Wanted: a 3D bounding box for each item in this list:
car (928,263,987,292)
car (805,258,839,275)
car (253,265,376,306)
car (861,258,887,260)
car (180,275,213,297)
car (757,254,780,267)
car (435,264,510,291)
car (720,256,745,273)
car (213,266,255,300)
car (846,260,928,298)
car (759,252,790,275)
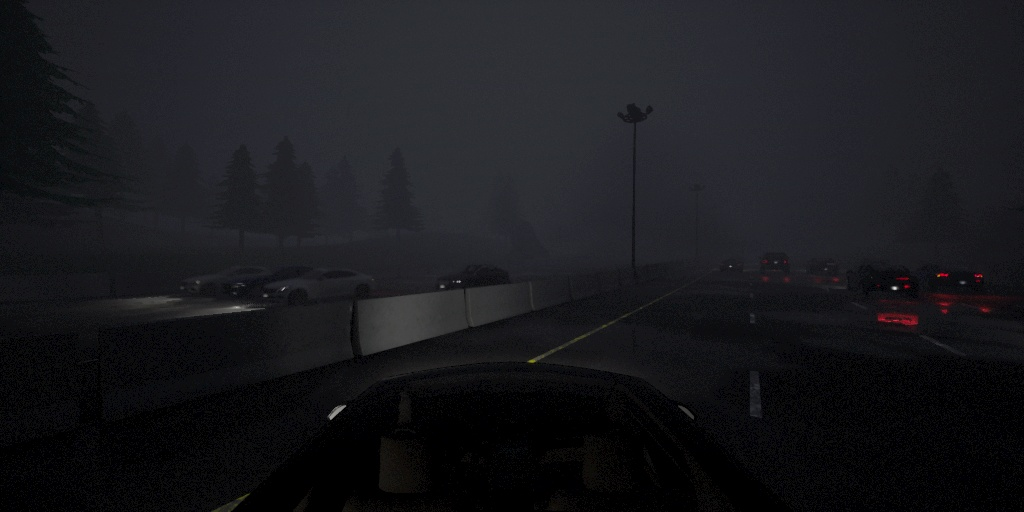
[{"bbox_3d":[23.914,1.126,19.900,1.812,1.442,4.674,0,0,34],"label":"car"},{"bbox_3d":[28.199,0.889,32.678,2.128,1.511,4.902,0,1,34],"label":"car"},{"bbox_3d":[-8.351,1.260,15.965,1.812,1.442,4.674,0,0,34],"label":"car"},{"bbox_3d":[31.410,0.899,31.193,1.837,1.490,4.892,0,1,34],"label":"car"},{"bbox_3d":[-14.600,1.257,19.210,1.812,1.442,4.674,0,0,34],"label":"car"},{"bbox_3d":[33.312,0.584,46.691,2.128,1.511,4.902,0,1,33],"label":"car"},{"bbox_3d":[-1.989,1.204,19.215,2.128,1.511,4.902,0,0,34],"label":"car"},{"bbox_3d":[22.519,0.956,36.780,1.994,1.385,4.181,0,1,34],"label":"car"},{"bbox_3d":[-11.306,1.210,17.842,1.882,1.535,5.008,0,0,34],"label":"car"},{"bbox_3d":[18.489,1.152,18.059,1.837,1.490,4.892,0,1,34],"label":"car"},{"bbox_3d":[25.056,0.628,34.271,2.150,2.045,5.566,0,1,34],"label":"car"}]
